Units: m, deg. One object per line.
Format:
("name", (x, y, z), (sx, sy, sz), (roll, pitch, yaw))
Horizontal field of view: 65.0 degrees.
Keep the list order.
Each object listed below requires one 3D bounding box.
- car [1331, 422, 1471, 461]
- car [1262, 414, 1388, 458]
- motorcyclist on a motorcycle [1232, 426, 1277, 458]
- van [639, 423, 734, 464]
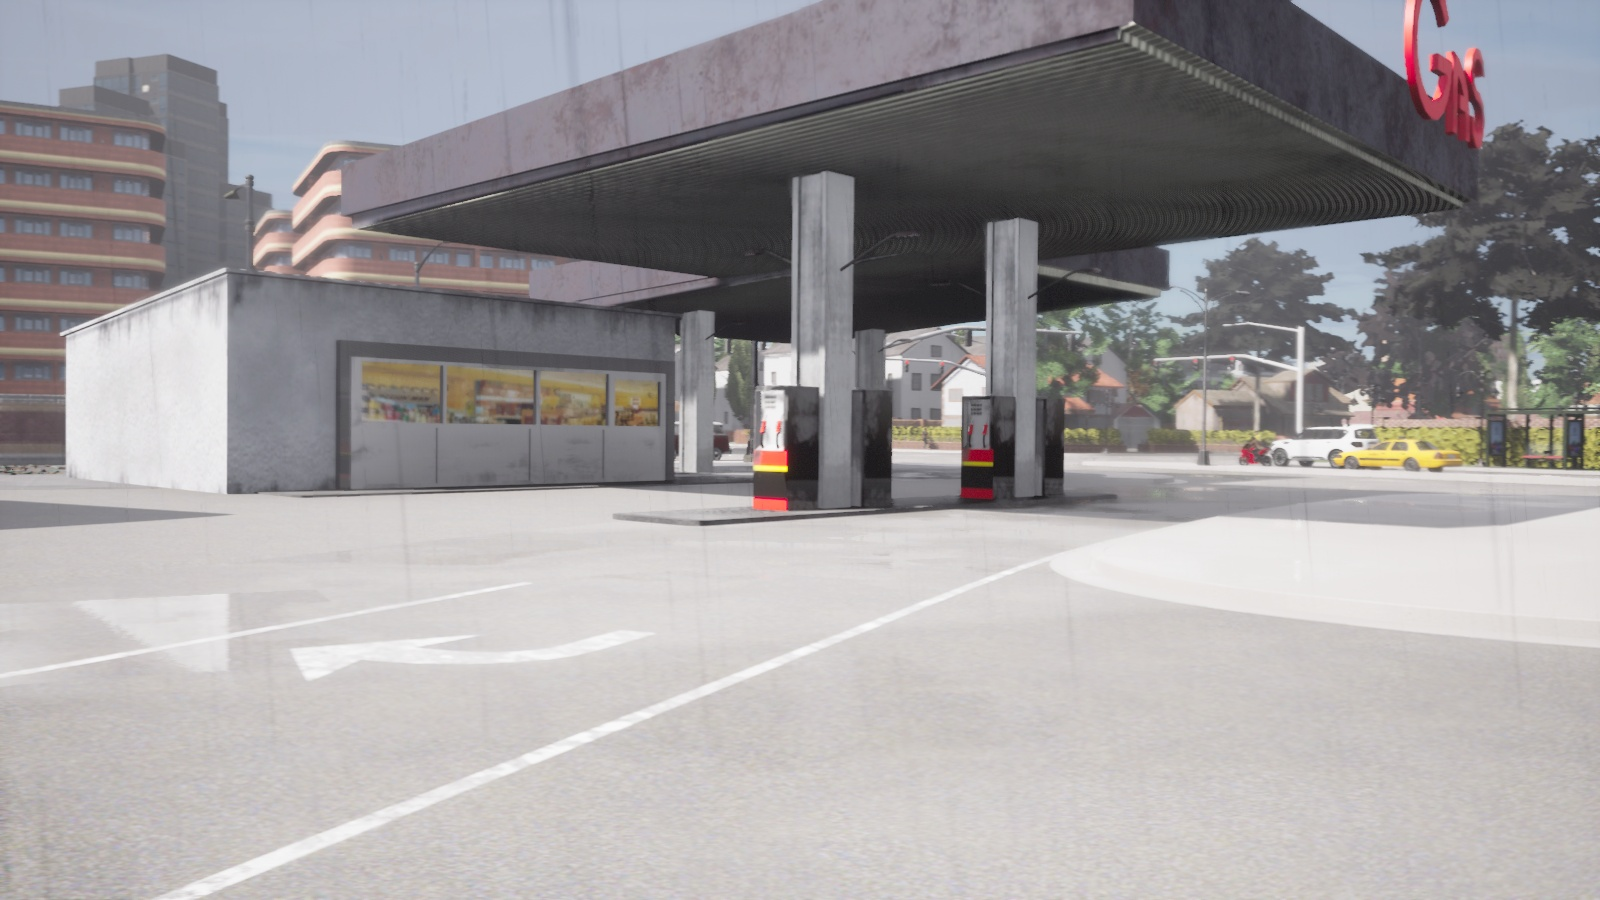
("car", (25.858, -0.366, 54.263), (1.801, 1.575, 5.366), (-1, 1, -29))
("car", (25.689, -0.695, 61.680), (2.150, 2.045, 5.566), (-1, 1, -29))
("motorcyclist on a motorcycle", (22.059, -0.380, 61.004), (0.797, 1.523, 2.044), (-1, 1, -29))
("van", (-5.727, -0.332, 63.386), (4.442, 1.987, 1.775), (-1, 1, -30))
